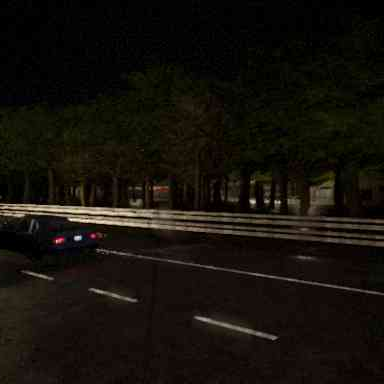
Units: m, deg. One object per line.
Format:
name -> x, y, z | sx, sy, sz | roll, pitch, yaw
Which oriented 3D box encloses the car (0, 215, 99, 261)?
car -> -5.751, 1.553, 12.279 | 5.357, 1.411, 2.033 | 0, 0, 36
